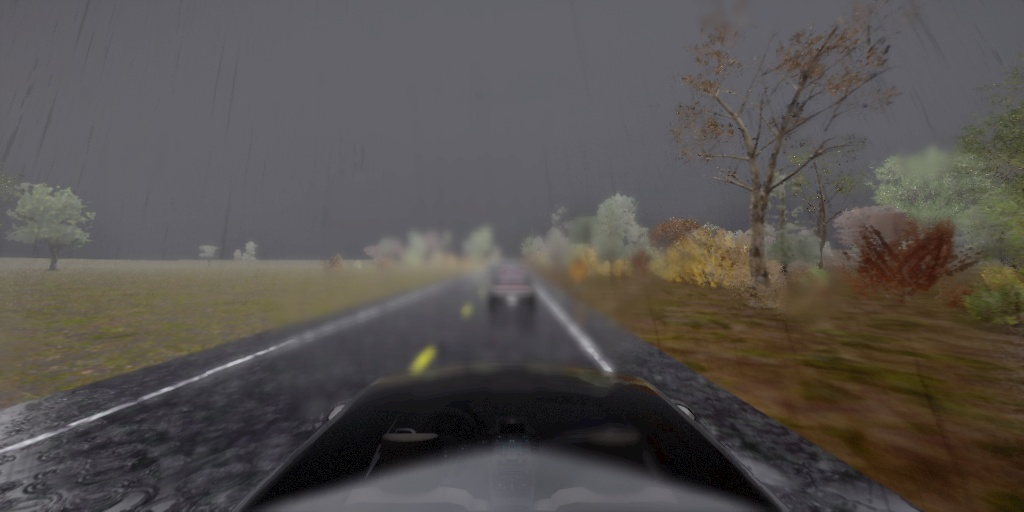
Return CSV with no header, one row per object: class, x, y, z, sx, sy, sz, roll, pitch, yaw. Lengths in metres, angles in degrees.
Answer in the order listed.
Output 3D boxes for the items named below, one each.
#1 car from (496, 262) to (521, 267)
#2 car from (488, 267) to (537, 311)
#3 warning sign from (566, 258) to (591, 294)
car,0.031,1.392,30.267,2.097,1.767,4.553,0,-1,0
car,0.027,1.384,15.347,2.128,1.511,4.902,0,0,1
warning sign,3.556,1.045,19.150,1.300,1.860,1.060,0,0,0
